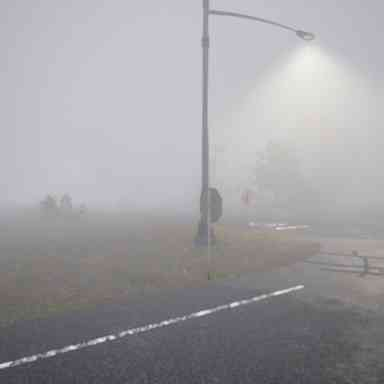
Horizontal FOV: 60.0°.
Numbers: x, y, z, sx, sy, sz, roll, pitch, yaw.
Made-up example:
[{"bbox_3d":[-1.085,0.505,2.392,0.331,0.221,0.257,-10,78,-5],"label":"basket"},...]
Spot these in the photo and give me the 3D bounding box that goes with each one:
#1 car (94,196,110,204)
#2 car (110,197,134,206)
[{"bbox_3d":[-16.378,1.456,60.857,1.895,1.301,4.718,0,0,-34],"label":"car"},{"bbox_3d":[-10.813,1.437,52.541,1.994,1.385,4.181,0,0,-33],"label":"car"}]
